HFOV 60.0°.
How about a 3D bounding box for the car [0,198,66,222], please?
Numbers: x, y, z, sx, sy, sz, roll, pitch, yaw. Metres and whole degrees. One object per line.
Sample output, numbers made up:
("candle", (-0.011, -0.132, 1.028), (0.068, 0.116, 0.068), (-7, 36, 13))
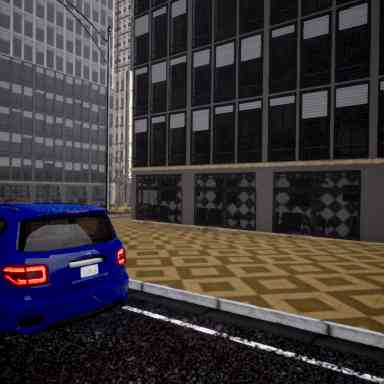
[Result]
("car", (-14.106, 1.519, 29.500), (2.192, 1.841, 5.009), (1, 0, 36))

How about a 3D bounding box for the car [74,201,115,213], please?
("car", (-12.165, 1.810, 41.867), (1.895, 1.301, 4.718), (1, 0, 36))

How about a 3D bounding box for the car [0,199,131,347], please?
("car", (-3.659, 1.218, 6.292), (5.566, 2.045, 2.150), (0, 0, 35))

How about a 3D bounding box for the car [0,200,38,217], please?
("car", (-18.391, 1.608, 33.430), (2.128, 1.511, 4.902), (1, 0, 36))

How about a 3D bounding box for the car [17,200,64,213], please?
("car", (-17.603, 1.643, 38.875), (1.752, 1.417, 4.829), (1, 0, 36))

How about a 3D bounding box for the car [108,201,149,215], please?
("car", (-7.308, 1.830, 38.711), (1.752, 1.417, 4.829), (1, 0, 36))
